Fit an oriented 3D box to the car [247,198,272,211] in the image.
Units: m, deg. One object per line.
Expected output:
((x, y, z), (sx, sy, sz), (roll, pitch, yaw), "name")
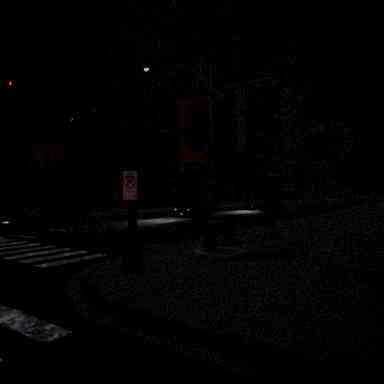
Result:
((8.839, 1.562, 43.048), (2.128, 1.511, 4.902), (0, 0, 36), "car")

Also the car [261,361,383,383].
((2.175, 1.551, 1.294), (4.403, 1.369, 2.008), (0, 0, 36), "car")

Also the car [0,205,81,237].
((-8.541, 1.504, 18.487), (2.128, 1.511, 4.902), (0, 0, 35), "car")

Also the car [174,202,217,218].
((0.347, 1.640, 31.068), (1.895, 1.301, 4.718), (0, 0, 35), "car")
